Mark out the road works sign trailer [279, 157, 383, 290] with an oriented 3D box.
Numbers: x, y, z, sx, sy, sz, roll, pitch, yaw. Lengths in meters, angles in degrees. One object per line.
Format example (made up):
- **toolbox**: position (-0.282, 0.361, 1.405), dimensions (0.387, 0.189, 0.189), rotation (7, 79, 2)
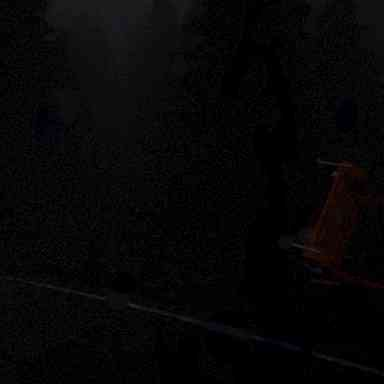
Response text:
- **road works sign trailer**: position (4.109, 1.075, 5.958), dimensions (3.560, 2.380, 2.880), rotation (3, -38, 47)
